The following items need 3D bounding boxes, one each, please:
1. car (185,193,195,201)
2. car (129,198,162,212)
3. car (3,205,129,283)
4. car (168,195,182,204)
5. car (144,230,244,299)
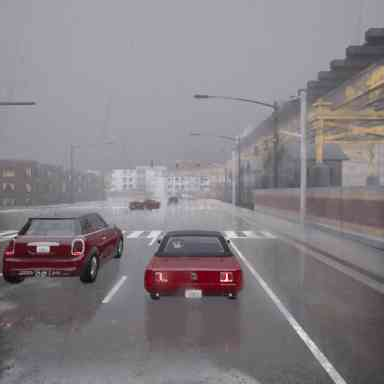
[{"bbox_3d":[-0.210,1.591,87.262,1.895,1.301,4.718,0,0,-3],"label":"car"},{"bbox_3d":[-5.524,1.477,39.838,1.882,1.535,5.008,1,0,28],"label":"car"},{"bbox_3d":[-3.449,1.352,9.857,2.097,1.767,4.553,0,0,0],"label":"car"},{"bbox_3d":[-3.544,1.505,64.739,1.837,1.490,4.892,0,0,0],"label":"car"},{"bbox_3d":[0.047,1.601,8.387,1.895,1.301,4.718,0,0,0],"label":"car"}]
